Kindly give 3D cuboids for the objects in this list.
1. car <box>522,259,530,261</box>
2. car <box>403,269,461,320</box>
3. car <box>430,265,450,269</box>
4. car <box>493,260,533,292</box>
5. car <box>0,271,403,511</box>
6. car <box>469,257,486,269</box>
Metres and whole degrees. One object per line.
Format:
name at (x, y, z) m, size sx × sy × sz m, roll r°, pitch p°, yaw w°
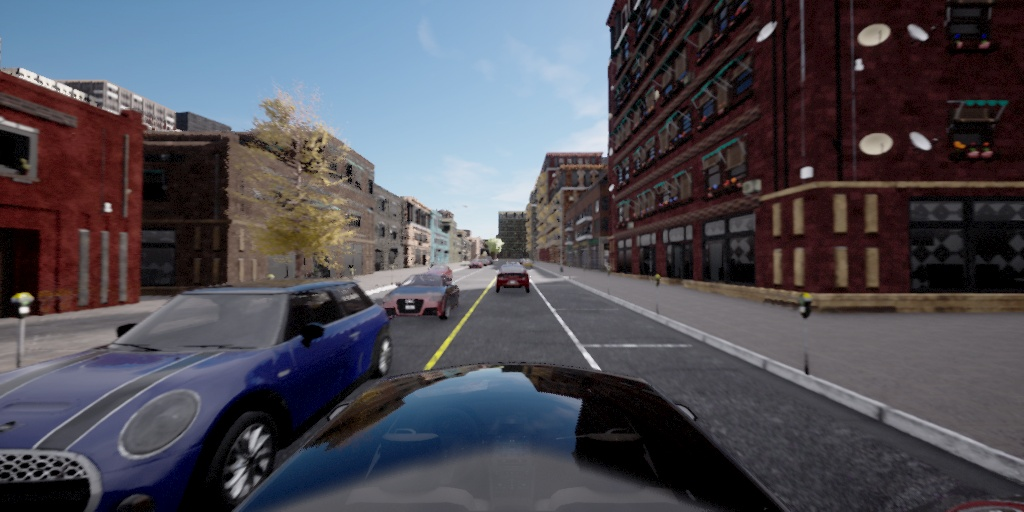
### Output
car at (2.711, 1.296, 62.627) m, size 1.751 × 1.417 × 4.829 m, roll 0°, pitch 0°, yaw 0°
car at (-2.997, 1.317, 12.534) m, size 1.994 × 1.385 × 4.181 m, roll 0°, pitch 0°, yaw 0°
car at (-5.681, 1.340, 28.279) m, size 1.802 × 1.307 × 4.207 m, roll 0°, pitch 0°, yaw 0°
car at (0.060, 1.233, 21.520) m, size 1.882 × 1.535 × 5.008 m, roll 0°, pitch 0°, yaw 0°
car at (-3.094, 1.105, 4.248) m, size 2.097 × 1.767 × 4.553 m, roll 0°, pitch 0°, yaw 0°
car at (-5.672, 1.208, 56.712) m, size 1.967 × 1.591 × 4.097 m, roll 0°, pitch 0°, yaw 0°
